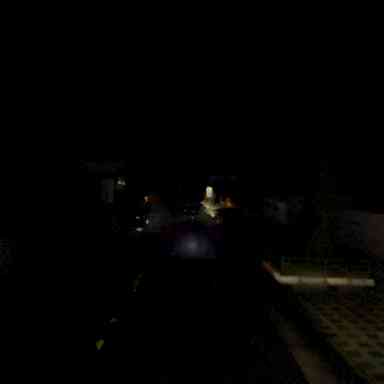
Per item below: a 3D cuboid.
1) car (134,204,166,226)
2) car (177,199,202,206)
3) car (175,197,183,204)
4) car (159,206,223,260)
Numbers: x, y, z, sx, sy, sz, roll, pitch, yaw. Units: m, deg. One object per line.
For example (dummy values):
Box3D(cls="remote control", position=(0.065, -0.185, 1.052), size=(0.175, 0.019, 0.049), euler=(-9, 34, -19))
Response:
Box3D(cls="car", position=(-2.793, 1.559, 23.905), size=(2.033, 1.411, 5.357), euler=(0, 0, 1))
Box3D(cls="car", position=(0.043, 1.516, 25.126), size=(1.837, 1.490, 4.892), euler=(0, -1, 0))
Box3D(cls="car", position=(-2.843, 1.872, 74.894), size=(2.128, 1.511, 4.902), euler=(0, -1, -2))
Box3D(cls="car", position=(0.060, 1.474, 12.416), size=(1.882, 1.535, 5.008), euler=(0, 0, 1))
